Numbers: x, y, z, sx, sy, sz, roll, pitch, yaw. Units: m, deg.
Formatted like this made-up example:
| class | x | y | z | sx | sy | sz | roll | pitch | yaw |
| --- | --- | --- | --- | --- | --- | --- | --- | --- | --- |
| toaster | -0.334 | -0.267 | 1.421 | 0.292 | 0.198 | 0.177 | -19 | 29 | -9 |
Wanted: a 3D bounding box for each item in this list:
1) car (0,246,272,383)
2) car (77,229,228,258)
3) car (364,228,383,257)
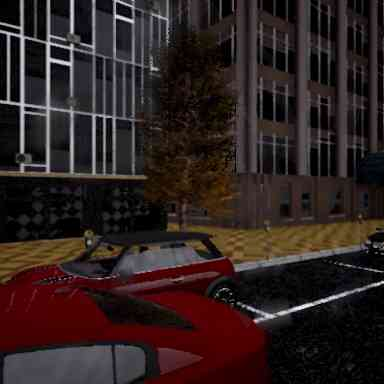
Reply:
| class | x | y | z | sx | sy | sz | roll | pitch | yaw |
| --- | --- | --- | --- | --- | --- | --- | --- | --- | --- |
| car | -1.668 | 1.474 | 2.067 | 5.008 | 1.535 | 1.882 | 1 | 0 | -35 |
| car | -1.168 | 1.463 | 5.731 | 4.097 | 1.590 | 1.967 | 1 | -1 | -35 |
| car | 8.103 | 1.690 | 12.305 | 4.403 | 1.369 | 2.008 | 1 | -1 | -35 |
